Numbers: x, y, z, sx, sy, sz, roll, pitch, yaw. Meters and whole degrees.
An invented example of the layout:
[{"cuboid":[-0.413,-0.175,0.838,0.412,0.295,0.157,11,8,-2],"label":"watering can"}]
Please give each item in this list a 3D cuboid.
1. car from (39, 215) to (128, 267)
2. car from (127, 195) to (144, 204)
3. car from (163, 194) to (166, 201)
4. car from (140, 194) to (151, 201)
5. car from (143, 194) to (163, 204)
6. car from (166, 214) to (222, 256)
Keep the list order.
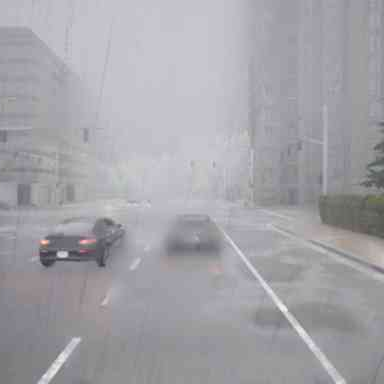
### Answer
[{"cuboid":[-3.445,1.508,11.203,1.812,1.442,4.674,0,0,0],"label":"car"},{"cuboid":[-10.510,1.448,60.803,2.033,1.411,5.357,0,0,1],"label":"car"},{"cuboid":[-6.980,1.247,76.406,1.837,1.490,4.892,0,0,0],"label":"car"},{"cuboid":[-10.480,1.328,76.032,1.837,1.490,4.892,0,0,0],"label":"car"},{"cuboid":[-7.012,1.448,60.838,2.033,1.411,5.357,0,0,1],"label":"car"},{"cuboid":[0.069,1.541,12.974,1.994,1.385,4.181,0,0,0],"label":"car"}]
